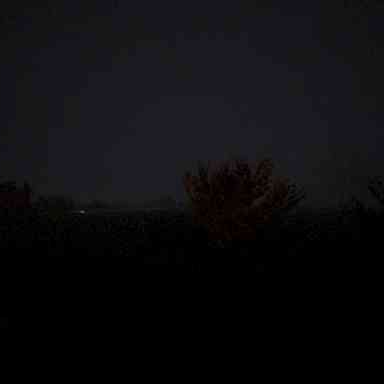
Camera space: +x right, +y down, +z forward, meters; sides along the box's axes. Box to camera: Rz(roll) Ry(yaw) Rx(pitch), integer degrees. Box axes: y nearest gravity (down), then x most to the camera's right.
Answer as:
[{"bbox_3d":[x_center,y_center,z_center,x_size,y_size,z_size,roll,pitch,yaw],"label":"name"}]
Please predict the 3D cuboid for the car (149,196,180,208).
[{"bbox_3d":[-5.304,1.789,60.629,2.150,2.045,5.566,-1,-2,36],"label":"car"}]

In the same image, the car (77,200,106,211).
[{"bbox_3d":[-14.499,1.920,47.961,1.812,1.442,4.674,-1,-1,36],"label":"car"}]

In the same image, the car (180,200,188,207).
[{"bbox_3d":[-0.570,2.064,61.015,1.812,1.442,4.674,-1,-1,36],"label":"car"}]
